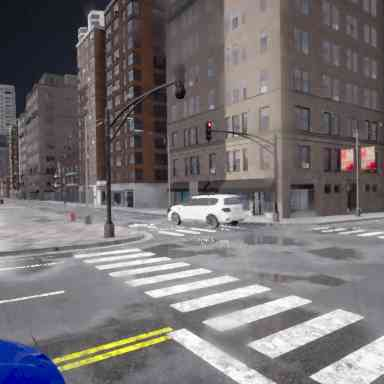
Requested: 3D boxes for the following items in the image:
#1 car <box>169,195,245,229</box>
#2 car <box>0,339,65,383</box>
[{"bbox_3d":[0.882,1.232,21.872,2.150,2.045,5.566,-3,1,-44],"label":"car"},{"bbox_3d":[-3.077,1.478,1.253,5.008,1.535,1.882,0,0,-35],"label":"car"}]
